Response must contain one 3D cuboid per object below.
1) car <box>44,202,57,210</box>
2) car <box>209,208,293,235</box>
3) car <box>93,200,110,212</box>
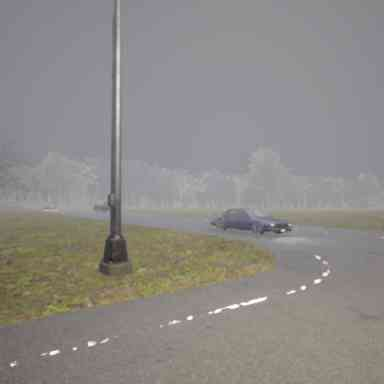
[{"bbox_3d":[-27.241,2.707,63.956,2.128,1.511,4.902,3,-3,-29],"label":"car"},{"bbox_3d":[3.230,1.676,19.552,2.033,1.411,5.357,3,-3,-35],"label":"car"},{"bbox_3d":[-15.172,2.456,57.379,2.150,2.045,5.566,3,-3,-35],"label":"car"}]
